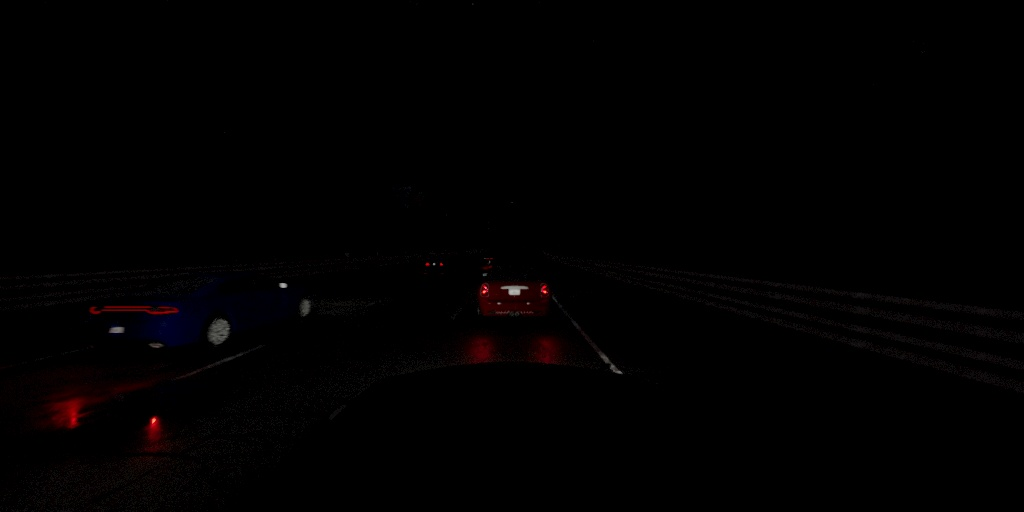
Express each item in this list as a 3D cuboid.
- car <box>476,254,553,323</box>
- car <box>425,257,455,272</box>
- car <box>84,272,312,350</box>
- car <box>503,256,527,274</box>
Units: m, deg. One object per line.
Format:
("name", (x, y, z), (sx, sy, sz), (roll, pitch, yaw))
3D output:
("car", (0.075, 0.937, 11.528), (2.097, 1.767, 4.553), (0, 1, 0))
("car", (-6.762, 0.755, 34.038), (2.033, 1.411, 5.357), (0, 1, 2))
("car", (-6.937, 1.113, 8.768), (1.882, 1.535, 5.008), (0, 1, 0))
("car", (0.292, 0.781, 32.576), (2.033, 1.411, 5.357), (0, 1, 1))
